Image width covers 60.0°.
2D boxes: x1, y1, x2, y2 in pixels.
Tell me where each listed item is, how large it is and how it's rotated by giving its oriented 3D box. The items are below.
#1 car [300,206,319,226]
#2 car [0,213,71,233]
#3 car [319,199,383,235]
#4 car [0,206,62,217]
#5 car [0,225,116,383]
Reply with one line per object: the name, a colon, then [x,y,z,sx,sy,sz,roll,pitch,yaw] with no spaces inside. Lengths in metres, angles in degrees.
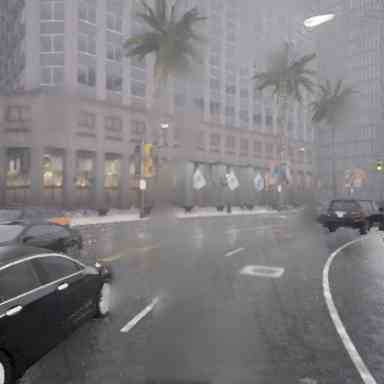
car: [10.077,1.788,25.240,4.892,1.490,1.837,1,-1,-42]
car: [-5.156,1.579,9.930,1.812,1.442,4.674,0,-1,19]
car: [10.464,1.471,20.987,5.566,2.045,2.150,1,-1,-44]
car: [-7.288,1.427,13.988,2.097,1.767,4.553,0,-1,24]
car: [-2.663,1.532,4.709,1.837,1.490,4.892,0,0,9]
